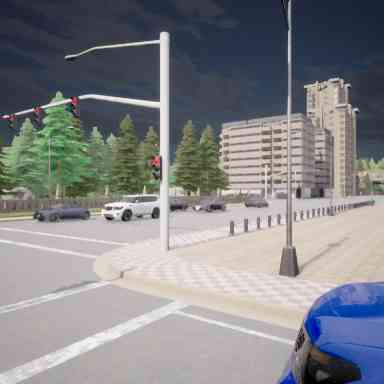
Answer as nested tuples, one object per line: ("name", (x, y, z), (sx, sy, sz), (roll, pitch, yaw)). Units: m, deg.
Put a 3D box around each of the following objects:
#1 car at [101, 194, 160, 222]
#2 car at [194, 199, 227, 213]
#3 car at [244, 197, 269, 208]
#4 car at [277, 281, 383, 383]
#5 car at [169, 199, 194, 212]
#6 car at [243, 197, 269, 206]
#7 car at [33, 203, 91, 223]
("car", (-4.720, 1.221, 27.217), (2.150, 2.045, 5.566), (0, 0, 35))
("car", (2.005, 1.492, 36.641), (2.128, 1.511, 4.902), (0, 0, 36))
("car", (9.110, 1.563, 46.550), (1.994, 1.385, 4.181), (0, 0, 36))
("car", (3.280, 1.221, 1.626), (5.566, 2.045, 2.150), (0, 0, 36))
("car", (-2.405, 1.490, 36.490), (2.128, 1.511, 4.902), (0, 0, 36))
("car", (10.505, 1.547, 54.428), (2.033, 1.411, 5.357), (0, 0, 36))
("car", (-10.013, 1.564, 25.824), (1.994, 1.385, 4.181), (0, 0, 36))
